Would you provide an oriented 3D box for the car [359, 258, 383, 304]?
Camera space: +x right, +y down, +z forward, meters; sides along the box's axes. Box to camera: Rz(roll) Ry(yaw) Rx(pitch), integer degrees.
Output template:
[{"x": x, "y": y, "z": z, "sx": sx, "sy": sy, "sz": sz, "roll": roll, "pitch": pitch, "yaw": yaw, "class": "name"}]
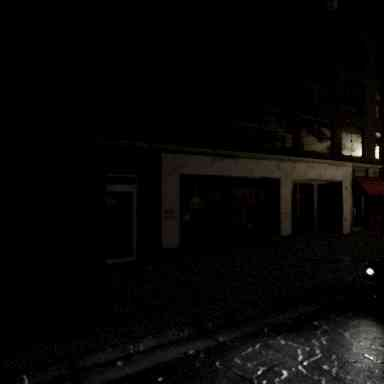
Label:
[{"x": 5.513, "y": 1.571, "z": 6.900, "sx": 4.718, "sy": 1.301, "sz": 1.895, "roll": 0, "pitch": 0, "yaw": -35, "class": "car"}]
